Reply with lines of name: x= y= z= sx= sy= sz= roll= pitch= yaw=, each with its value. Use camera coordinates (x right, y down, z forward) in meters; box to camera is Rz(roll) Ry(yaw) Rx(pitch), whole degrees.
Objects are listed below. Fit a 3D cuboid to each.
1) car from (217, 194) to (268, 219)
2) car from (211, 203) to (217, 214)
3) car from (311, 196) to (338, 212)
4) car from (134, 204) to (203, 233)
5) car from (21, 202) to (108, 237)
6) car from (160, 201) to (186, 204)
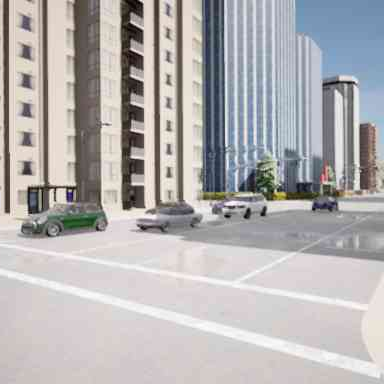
car: x=4.743 y=1.198 z=29.194 sx=2.150 sy=2.045 sz=5.566 roll=0 pitch=0 yaw=35
car: x=3.849 y=1.326 z=34.018 sx=2.097 sy=1.767 sz=4.553 roll=0 pitch=0 yaw=35
car: x=15.109 y=1.257 z=37.691 sx=2.097 sy=1.767 sz=4.553 roll=0 pitch=0 yaw=35
car: x=-1.331 y=1.625 z=20.456 sx=1.895 sy=1.301 sz=4.718 roll=0 pitch=0 yaw=35
car: x=-6.984 y=1.411 z=18.545 sx=2.097 sy=1.767 sz=4.553 roll=0 pitch=0 yaw=36
car: x=-1.743 y=1.523 z=25.997 sx=1.837 sy=1.490 sz=4.892 roll=0 pitch=0 yaw=35
